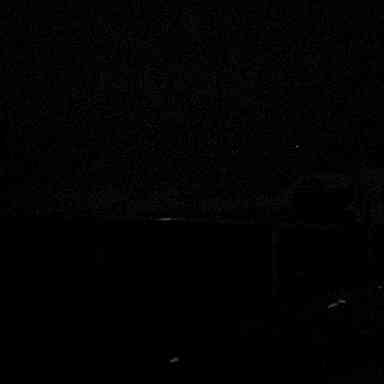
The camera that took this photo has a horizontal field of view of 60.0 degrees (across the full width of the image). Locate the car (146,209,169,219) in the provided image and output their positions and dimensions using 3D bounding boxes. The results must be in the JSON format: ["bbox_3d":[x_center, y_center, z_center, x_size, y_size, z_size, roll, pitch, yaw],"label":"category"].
[{"bbox_3d":[-5.263,3.220,49.520,1.812,1.442,4.674,0,-3,-35],"label":"car"}]
